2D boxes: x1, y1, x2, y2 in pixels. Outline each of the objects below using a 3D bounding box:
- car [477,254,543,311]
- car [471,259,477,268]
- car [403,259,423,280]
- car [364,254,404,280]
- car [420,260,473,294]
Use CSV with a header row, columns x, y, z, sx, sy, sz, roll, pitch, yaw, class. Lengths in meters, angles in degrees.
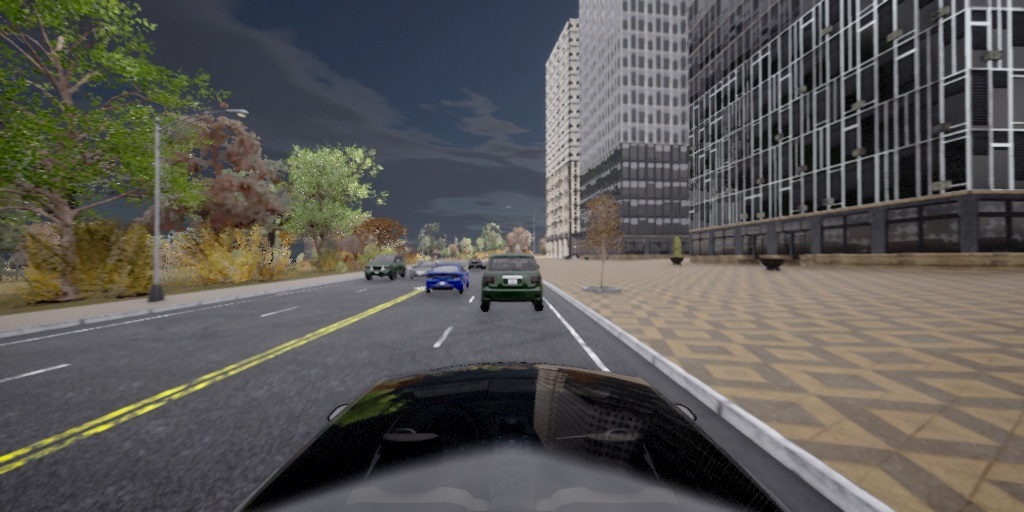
x,y,z,sx,sy,sz,roll,pitch,yaw,class
-0.040,0.925,14.328,2.150,2.045,5.566,0,0,-1,car
-4.942,1.135,48.458,1.837,1.490,4.892,0,0,-4,car
-7.168,1.161,29.950,2.128,1.511,4.902,0,0,-2,car
-10.422,0.886,30.044,2.150,2.045,5.566,0,0,-3,car
-3.442,1.168,19.839,1.882,1.535,5.008,0,0,-2,car
